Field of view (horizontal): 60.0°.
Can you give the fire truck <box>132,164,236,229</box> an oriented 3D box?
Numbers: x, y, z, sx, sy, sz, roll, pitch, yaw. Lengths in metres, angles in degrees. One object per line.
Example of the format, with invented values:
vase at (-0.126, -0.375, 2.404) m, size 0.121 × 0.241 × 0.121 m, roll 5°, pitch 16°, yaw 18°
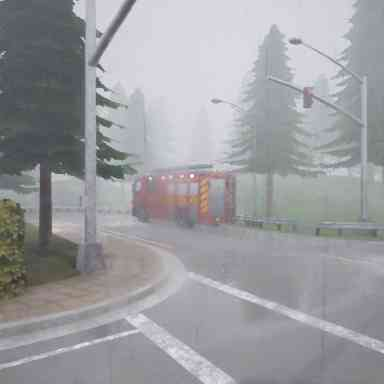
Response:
fire truck at (-0.930, 0.324, 22.640) m, size 2.891 × 3.827 × 8.468 m, roll 0°, pitch 0°, yaw -37°
